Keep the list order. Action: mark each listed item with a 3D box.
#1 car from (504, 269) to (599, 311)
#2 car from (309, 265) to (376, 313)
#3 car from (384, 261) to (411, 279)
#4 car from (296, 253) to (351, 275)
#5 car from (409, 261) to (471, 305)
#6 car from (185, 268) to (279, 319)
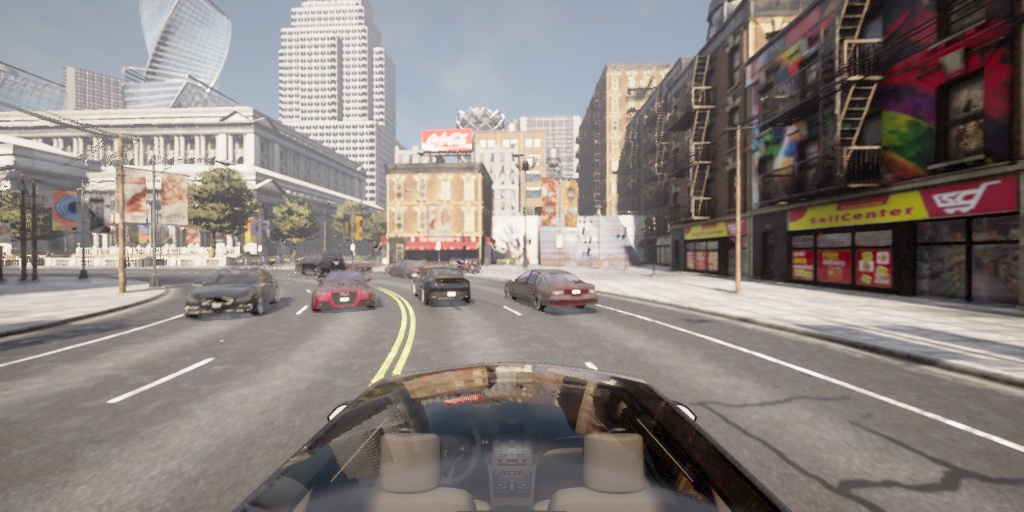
[{"bbox_3d":[1.272,1.198,14.046,2.033,1.411,5.357,0,0,-19],"label":"car"},{"bbox_3d":[-6.359,1.237,13.736,1.994,1.385,4.181,0,0,-24],"label":"car"},{"bbox_3d":[-8.799,1.099,30.213,2.033,1.411,5.357,-1,1,-45],"label":"car"},{"bbox_3d":[-17.603,0.774,33.008,5.566,2.045,2.150,0,0,35],"label":"car"},{"bbox_3d":[-3.167,1.155,15.634,1.837,1.490,4.892,0,0,-22],"label":"car"},{"bbox_3d":[-9.642,1.194,12.718,1.837,1.490,4.892,0,0,-24],"label":"car"}]
